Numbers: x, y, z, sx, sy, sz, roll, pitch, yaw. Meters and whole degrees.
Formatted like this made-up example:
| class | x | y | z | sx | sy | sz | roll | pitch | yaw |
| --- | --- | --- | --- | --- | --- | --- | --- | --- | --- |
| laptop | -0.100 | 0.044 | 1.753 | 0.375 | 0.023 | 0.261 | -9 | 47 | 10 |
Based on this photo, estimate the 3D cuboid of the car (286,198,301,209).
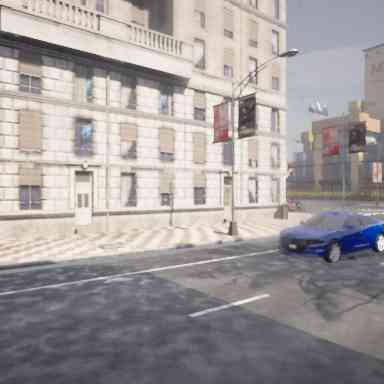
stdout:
| class | x | y | z | sx | sy | sz | roll | pitch | yaw |
| --- | --- | --- | --- | --- | --- | --- | --- | --- | --- |
| car | 10.515 | 1.336 | 40.752 | 2.097 | 1.767 | 4.553 | 0 | 0 | -36 |

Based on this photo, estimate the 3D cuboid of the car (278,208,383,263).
| class | x | y | z | sx | sy | sz | roll | pitch | yaw |
| --- | --- | --- | --- | --- | --- | --- | --- | --- | --- |
| car | 5.245 | 1.472 | 12.129 | 5.008 | 1.535 | 1.882 | 0 | 0 | -36 |
